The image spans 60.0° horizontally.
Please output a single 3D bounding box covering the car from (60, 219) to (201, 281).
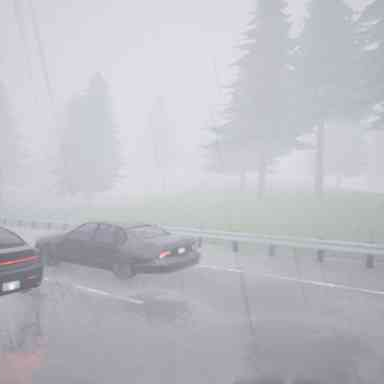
[{"bbox_3d":[-2.364,1.505,9.713,5.357,1.411,2.033,0,0,33],"label":"car"}]

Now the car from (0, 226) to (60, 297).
[{"bbox_3d":[-5.332,1.464,7.437,4.892,1.490,1.837,0,0,33],"label":"car"}]
